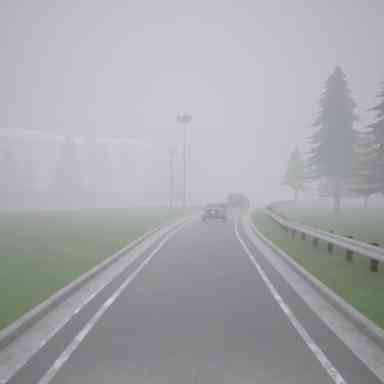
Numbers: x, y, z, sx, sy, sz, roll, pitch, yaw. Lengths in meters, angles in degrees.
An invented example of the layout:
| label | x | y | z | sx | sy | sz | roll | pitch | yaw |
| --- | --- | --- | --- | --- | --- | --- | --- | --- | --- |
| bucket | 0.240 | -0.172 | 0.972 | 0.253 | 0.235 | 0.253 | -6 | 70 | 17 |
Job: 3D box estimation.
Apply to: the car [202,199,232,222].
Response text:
| label | x | y | z | sx | sy | sz | roll | pitch | yaw |
| --- | --- | --- | --- | --- | --- | --- | --- | --- | --- |
| car | 1.892 | 1.536 | 26.504 | 2.033 | 1.411 | 5.357 | 0 | 0 | 9 |

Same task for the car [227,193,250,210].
| label | x | y | z | sx | sy | sz | roll | pitch | yaw |
| --- | --- | --- | --- | --- | --- | --- | --- | --- | --- |
| car | 5.935 | 1.204 | 42.661 | 2.150 | 2.045 | 5.566 | 0 | 0 | 19 |
